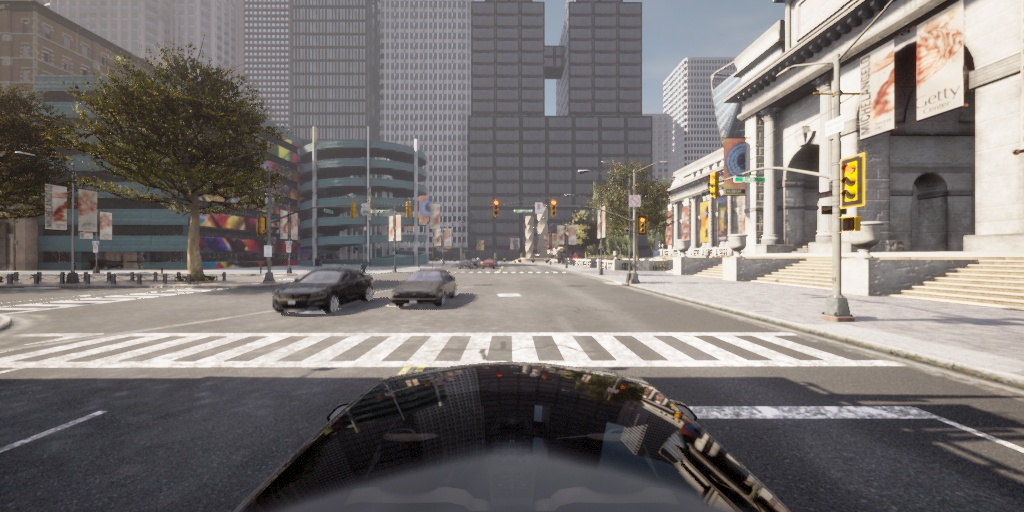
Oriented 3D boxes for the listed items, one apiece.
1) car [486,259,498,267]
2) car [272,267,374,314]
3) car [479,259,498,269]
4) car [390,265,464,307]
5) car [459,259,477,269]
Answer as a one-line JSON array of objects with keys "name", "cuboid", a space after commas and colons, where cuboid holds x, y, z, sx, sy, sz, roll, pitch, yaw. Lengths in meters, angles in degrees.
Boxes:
[{"name": "car", "cuboid": [-3.567, 1.305, 64.863, 1.994, 1.385, 4.181, 0, 0, 0]}, {"name": "car", "cuboid": [-7.090, 1.225, 14.031, 1.882, 1.535, 5.008, 0, 0, 0]}, {"name": "car", "cuboid": [-3.572, 1.220, 55.913, 1.882, 1.535, 5.008, 0, 0, 0]}, {"name": "car", "cuboid": [-3.591, 1.295, 15.705, 2.033, 1.411, 5.357, 0, 0, 0]}, {"name": "car", "cuboid": [-7.071, 1.247, 55.892, 1.837, 1.490, 4.892, 0, 0, 0]}]
